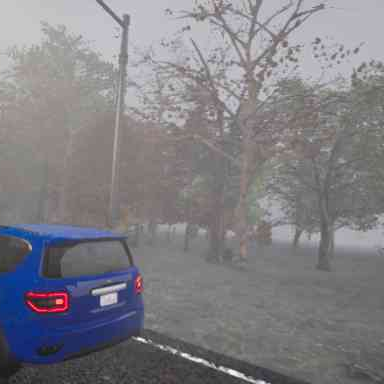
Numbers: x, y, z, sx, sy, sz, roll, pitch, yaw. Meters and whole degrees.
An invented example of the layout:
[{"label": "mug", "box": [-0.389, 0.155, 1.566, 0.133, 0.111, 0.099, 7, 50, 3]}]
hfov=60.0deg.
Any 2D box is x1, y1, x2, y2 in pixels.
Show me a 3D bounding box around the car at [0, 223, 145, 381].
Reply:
[{"label": "car", "box": [-3.367, 1.583, 6.227, 5.566, 2.045, 2.150, 1, -4, 35]}]
